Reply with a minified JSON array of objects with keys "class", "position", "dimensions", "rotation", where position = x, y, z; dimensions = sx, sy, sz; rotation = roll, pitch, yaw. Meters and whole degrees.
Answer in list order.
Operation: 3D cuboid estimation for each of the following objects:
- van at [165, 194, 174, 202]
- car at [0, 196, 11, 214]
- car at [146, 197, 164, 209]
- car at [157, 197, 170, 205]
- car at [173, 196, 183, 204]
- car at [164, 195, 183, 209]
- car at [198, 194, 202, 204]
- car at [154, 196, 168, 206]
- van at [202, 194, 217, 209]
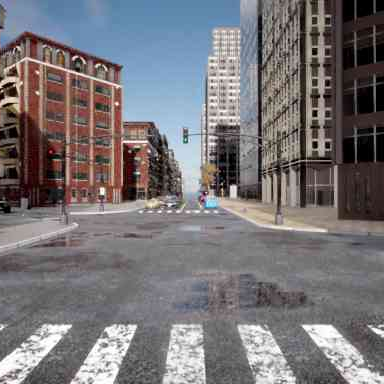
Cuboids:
[{"class":"van","position":[-5.294,1.474,79.072],"dimensions":[1.690,1.788,3.998],"rotation":[0,0,0]},{"class":"car","position":[-22.568,1.425,37.647],"dimensions":[5.566,2.045,2.150],"rotation":[-1,-1,41]},{"class":"car","position":[-5.301,1.570,45.589],"dimensions":[1.752,1.417,4.829],"rotation":[0,0,0]},{"class":"car","position":[-5.298,1.651,62.416],"dimensions":[1.947,1.339,4.313],"rotation":[0,0,0]},{"class":"car","position":[-2.760,1.621,66.402],"dimensions":[1.812,1.442,4.674],"rotation":[0,0,1]},{"class":"car","position":[-2.802,1.537,45.948],"dimensions":[2.128,1.511,4.902],"rotation":[0,0,2]},{"class":"car","position":[2.583,1.645,67.966],"dimensions":[1.887,1.381,4.507],"rotation":[0,0,0]},{"class":"car","position":[-5.299,1.510,56.864],"dimensions":[1.967,1.590,4.097],"rotation":[0,0,0]},{"class":"van","position":[2.579,1.386,45.757],"dimensions":[1.690,1.788,3.998],"rotation":[0,0,0]}]
